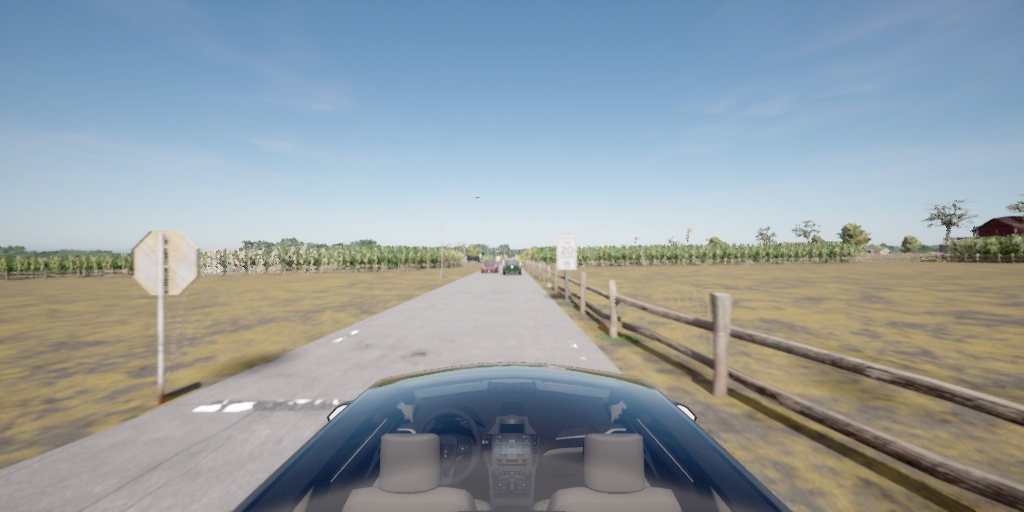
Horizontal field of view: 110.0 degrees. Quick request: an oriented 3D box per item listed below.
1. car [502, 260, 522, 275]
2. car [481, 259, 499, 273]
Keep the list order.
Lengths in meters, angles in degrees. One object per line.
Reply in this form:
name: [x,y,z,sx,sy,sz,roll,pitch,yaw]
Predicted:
car: [0.008,1.189,40.389,2.097,1.767,4.553,0,0,0]
car: [-2.742,1.208,45.039,2.097,1.767,4.553,0,0,0]
